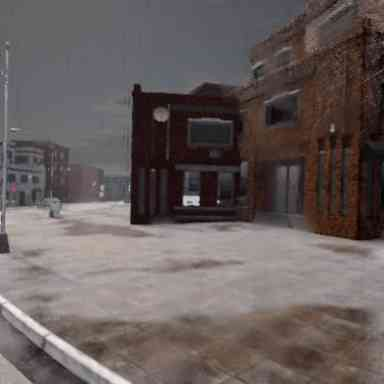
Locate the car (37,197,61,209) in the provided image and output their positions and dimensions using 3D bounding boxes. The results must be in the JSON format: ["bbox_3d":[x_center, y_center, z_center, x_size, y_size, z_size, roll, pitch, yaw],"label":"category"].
[{"bbox_3d":[-21.223,1.617,49.549,2.097,1.767,4.553,1,-1,-1],"label":"car"}]
